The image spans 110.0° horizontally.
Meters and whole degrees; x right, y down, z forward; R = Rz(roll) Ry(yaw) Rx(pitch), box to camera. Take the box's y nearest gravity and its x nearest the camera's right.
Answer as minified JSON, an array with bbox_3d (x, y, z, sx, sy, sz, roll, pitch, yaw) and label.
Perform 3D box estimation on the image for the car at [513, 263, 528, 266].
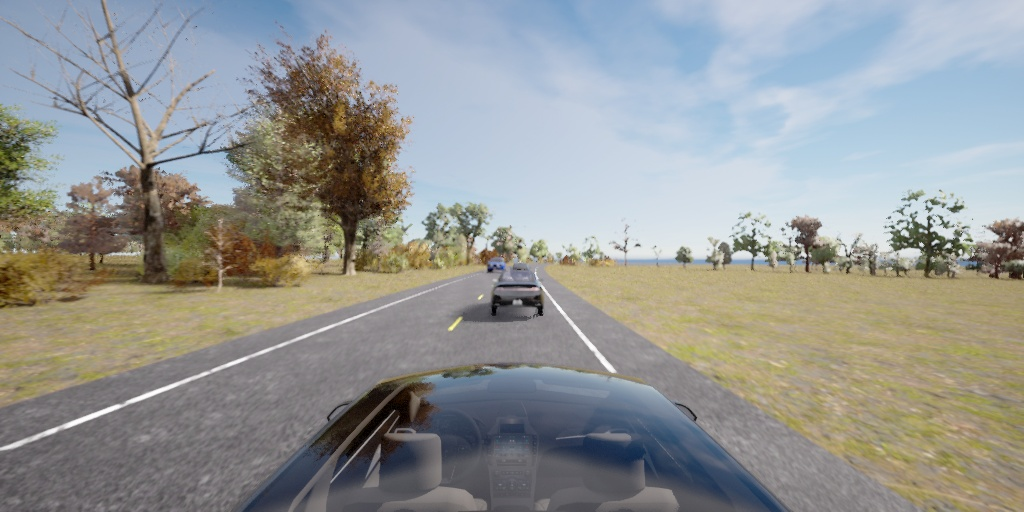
[{"bbox_3d":[0.784,1.421,33.933,1.837,1.490,4.892,0,0,2],"label":"car"}]

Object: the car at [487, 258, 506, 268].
[{"bbox_3d":[-2.073,1.234,49.009,2.150,2.045,5.566,0,-1,3],"label":"car"}]

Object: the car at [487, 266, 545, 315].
[{"bbox_3d":[0.212,1.294,13.892,2.128,1.511,4.902,0,0,1],"label":"car"}]
